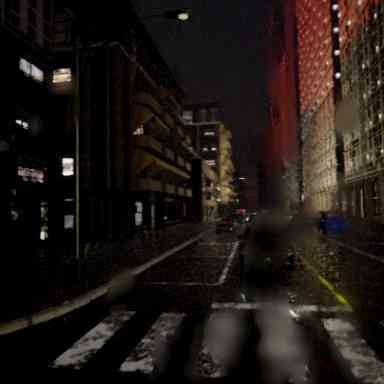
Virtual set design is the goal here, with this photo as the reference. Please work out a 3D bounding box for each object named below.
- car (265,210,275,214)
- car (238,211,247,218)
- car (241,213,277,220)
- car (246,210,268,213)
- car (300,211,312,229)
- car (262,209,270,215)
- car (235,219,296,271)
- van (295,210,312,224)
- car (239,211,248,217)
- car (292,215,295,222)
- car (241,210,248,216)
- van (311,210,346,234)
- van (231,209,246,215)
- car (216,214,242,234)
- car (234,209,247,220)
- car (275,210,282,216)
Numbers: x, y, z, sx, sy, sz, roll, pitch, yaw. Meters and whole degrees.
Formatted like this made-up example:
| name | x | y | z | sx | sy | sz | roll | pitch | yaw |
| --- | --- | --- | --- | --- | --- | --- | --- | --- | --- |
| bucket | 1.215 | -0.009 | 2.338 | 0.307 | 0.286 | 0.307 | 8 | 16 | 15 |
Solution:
| name | x | y | z | sx | sy | sz | roll | pitch | yaw |
| --- | --- | --- | --- | --- | --- | --- | --- | --- | --- |
| car | 18.384 | 5.176 | 81.222 | 2.128 | 1.511 | 4.902 | -2 | -3 | 10 |
| car | 11.181 | 4.969 | 73.380 | 1.947 | 1.339 | 4.313 | -2 | -3 | 10 |
| car | 5.077 | 2.617 | 25.256 | 2.128 | 1.511 | 4.902 | -2 | -3 | 10 |
| car | 8.591 | 3.545 | 44.198 | 2.033 | 1.411 | 5.357 | -2 | -3 | 11 |
| car | 12.370 | 2.921 | 33.031 | 2.008 | 1.369 | 4.403 | -2 | -3 | 10 |
| car | 20.241 | 5.525 | 91.470 | 1.994 | 1.385 | 4.181 | -2 | -3 | 10 |
| car | 2.886 | 2.050 | 13.207 | 1.882 | 1.535 | 5.008 | -2 | -3 | 10 |
| van | 13.375 | 2.967 | 38.593 | 1.690 | 1.788 | 3.998 | -2 | -3 | 10 |
| car | 12.189 | 5.213 | 78.932 | 2.008 | 1.369 | 4.403 | -2 | -3 | 10 |
| car | 14.386 | 3.449 | 44.134 | 1.947 | 1.339 | 4.313 | -2 | -3 | 10 |
| car | 14.174 | 5.700 | 89.871 | 1.752 | 1.417 | 4.829 | -2 | -3 | 10 |
| van | 11.359 | 2.456 | 27.489 | 1.690 | 1.788 | 3.998 | -2 | -3 | 10 |
| van | 6.138 | 3.456 | 45.631 | 1.690 | 1.788 | 3.998 | -2 | -3 | 10 |
| car | 3.118 | 2.897 | 28.965 | 2.008 | 1.369 | 4.403 | -2 | -3 | 10 |
| car | 9.160 | 4.202 | 62.289 | 2.192 | 1.841 | 5.009 | -2 | -3 | 10 |
| car | 21.441 | 5.272 | 82.997 | 1.802 | 1.307 | 4.206 | -2 | -3 | 10 |
